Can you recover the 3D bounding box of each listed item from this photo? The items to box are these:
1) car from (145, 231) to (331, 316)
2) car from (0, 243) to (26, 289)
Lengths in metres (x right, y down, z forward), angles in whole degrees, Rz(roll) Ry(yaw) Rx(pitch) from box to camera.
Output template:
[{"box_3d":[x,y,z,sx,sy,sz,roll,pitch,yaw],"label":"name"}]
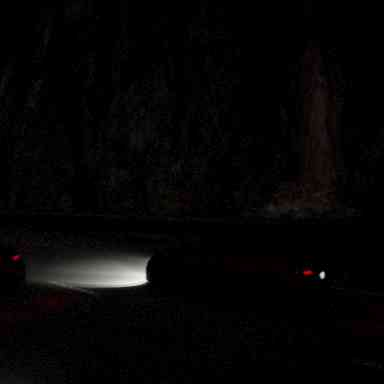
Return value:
[{"box_3d":[0.909,1.610,7.660,4.181,1.385,1.994,-1,-1,36],"label":"car"},{"box_3d":[-6.029,1.677,8.345,4.181,1.385,1.994,-1,0,36],"label":"car"}]
